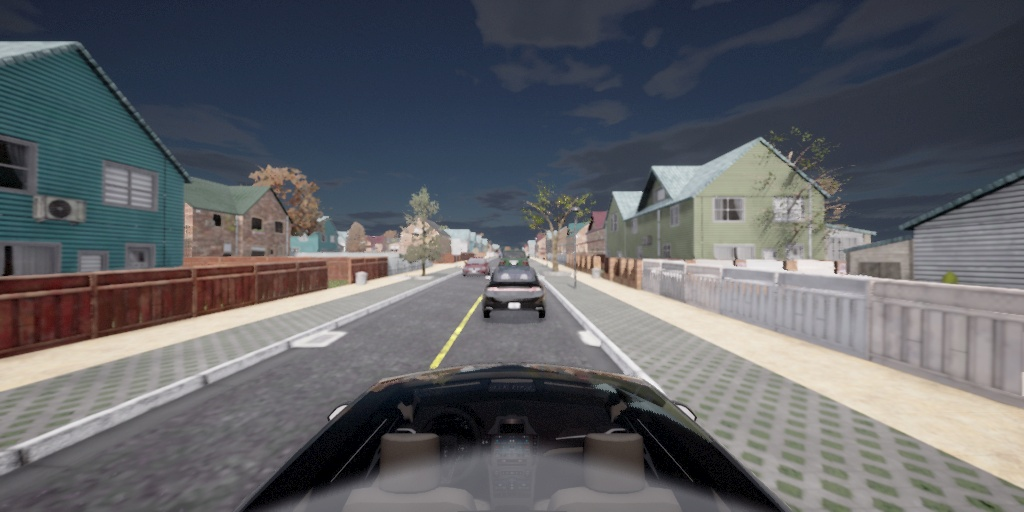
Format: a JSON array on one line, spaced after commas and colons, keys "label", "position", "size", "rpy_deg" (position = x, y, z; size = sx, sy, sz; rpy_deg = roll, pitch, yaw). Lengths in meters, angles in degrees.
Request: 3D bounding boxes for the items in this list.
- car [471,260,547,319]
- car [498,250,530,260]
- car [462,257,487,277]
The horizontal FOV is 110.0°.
[{"label": "car", "position": [0.093, 1.063, 11.849], "size": [2.128, 1.511, 4.902], "rpy_deg": [0, 1, 1]}, {"label": "car", "position": [0.156, 0.543, 26.656], "size": [2.150, 2.045, 5.566], "rpy_deg": [0, 1, 1]}, {"label": "car", "position": [-2.711, 0.823, 28.053], "size": [1.812, 1.442, 4.674], "rpy_deg": [0, 1, 0]}]
